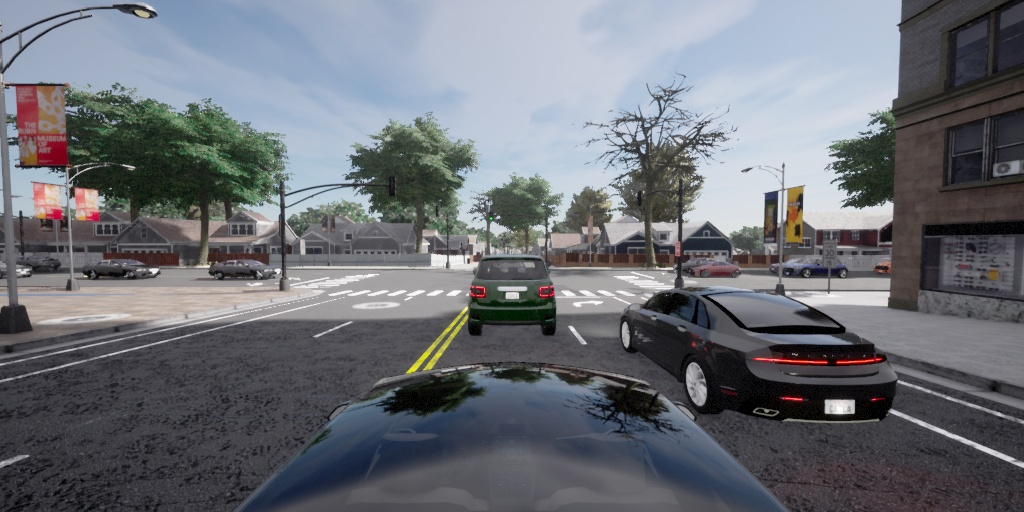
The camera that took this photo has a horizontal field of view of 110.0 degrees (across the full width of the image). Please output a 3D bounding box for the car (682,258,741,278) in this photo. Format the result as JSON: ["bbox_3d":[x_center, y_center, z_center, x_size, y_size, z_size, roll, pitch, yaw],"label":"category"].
[{"bbox_3d":[17.339,1.110,30.923,4.181,1.385,1.994,0,2,0],"label":"car"}]

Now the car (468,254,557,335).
[{"bbox_3d":[-0.009,0.967,10.598,2.150,2.045,5.566,0,0,0],"label":"car"}]

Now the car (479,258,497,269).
[{"bbox_3d":[-3.007,0.938,46.118,1.895,1.301,4.718,0,0,1],"label":"car"}]

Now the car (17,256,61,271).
[{"bbox_3d":[-46.611,0.711,34.512,4.902,1.511,2.128,0,2,1],"label":"car"}]

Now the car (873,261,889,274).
[{"bbox_3d":[37.314,0.879,34.048,4.553,1.767,2.097,0,2,1],"label":"car"}]

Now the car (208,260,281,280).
[{"bbox_3d":[-20.527,1.034,27.671,4.902,1.511,2.128,0,2,-2],"label":"car"}]

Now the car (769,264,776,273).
[{"bbox_3d":[27.154,0.993,34.123,4.674,1.442,1.812,0,2,0],"label":"car"}]

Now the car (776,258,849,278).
[{"bbox_3d":[25.999,0.939,30.871,4.553,1.767,2.097,0,2,0],"label":"car"}]

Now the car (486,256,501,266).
[{"bbox_3d":[-2.850,0.784,56.046,2.128,1.511,4.902,0,0,1],"label":"car"}]

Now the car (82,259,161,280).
[{"bbox_3d":[-30.086,1.007,27.732,4.902,1.511,2.128,0,2,0],"label":"car"}]

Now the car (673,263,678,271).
[{"bbox_3d":[17.952,0.914,34.167,4.902,1.511,2.128,0,2,1],"label":"car"}]

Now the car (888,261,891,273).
[{"bbox_3d":[36.198,1.137,30.817,4.902,1.511,2.128,0,2,0],"label":"car"}]

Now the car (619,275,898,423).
[{"bbox_3d":[3.261,1.251,5.981,1.837,1.490,4.892,0,0,0],"label":"car"}]

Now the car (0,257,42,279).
[{"bbox_3d":[-40.246,1.017,27.813,4.674,1.442,1.812,0,2,0],"label":"car"}]
